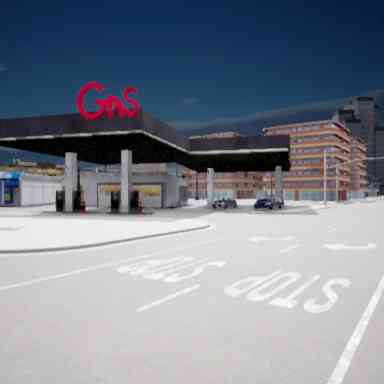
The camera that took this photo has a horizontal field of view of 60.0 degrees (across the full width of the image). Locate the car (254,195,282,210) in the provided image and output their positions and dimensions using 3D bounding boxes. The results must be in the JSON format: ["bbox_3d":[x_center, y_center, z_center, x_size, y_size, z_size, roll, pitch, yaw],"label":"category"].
[{"bbox_3d":[9.377,1.265,40.663,2.242,1.667,4.611,0,0,36],"label":"car"}]

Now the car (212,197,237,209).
[{"bbox_3d":[4.247,1.426,43.359,1.970,1.475,3.806,0,0,36],"label":"car"}]
